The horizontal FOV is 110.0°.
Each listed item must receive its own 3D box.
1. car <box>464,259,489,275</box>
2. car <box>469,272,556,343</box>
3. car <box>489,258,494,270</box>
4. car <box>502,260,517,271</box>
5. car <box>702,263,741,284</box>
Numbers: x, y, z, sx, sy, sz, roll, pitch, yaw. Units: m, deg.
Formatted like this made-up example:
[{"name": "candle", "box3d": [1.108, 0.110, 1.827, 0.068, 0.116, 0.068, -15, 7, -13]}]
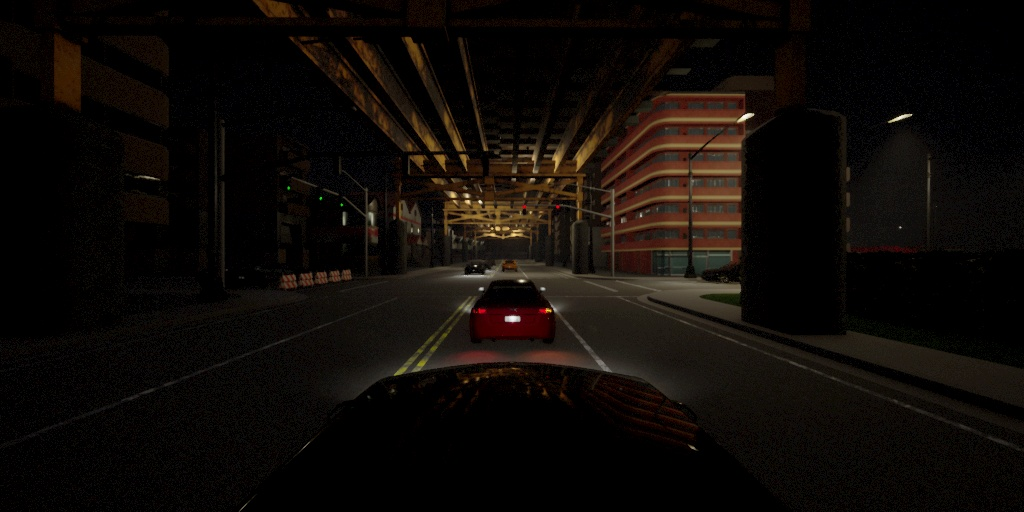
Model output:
[{"name": "car", "box3d": [-3.933, 1.309, 38.666, 1.994, 1.385, 4.181, 0, 0, 0]}, {"name": "car", "box3d": [0.006, 1.313, 9.663, 1.994, 1.385, 4.181, 0, 0, 0]}, {"name": "car", "box3d": [-4.054, 1.344, 51.895, 1.895, 1.301, 4.718, 0, 0, 0]}, {"name": "car", "box3d": [-0.331, 1.223, 48.989, 1.882, 1.535, 5.008, 0, 0, -1]}, {"name": "car", "box3d": [16.548, 1.225, 26.205, 5.008, 1.535, 1.882, 0, 0, 0]}]
